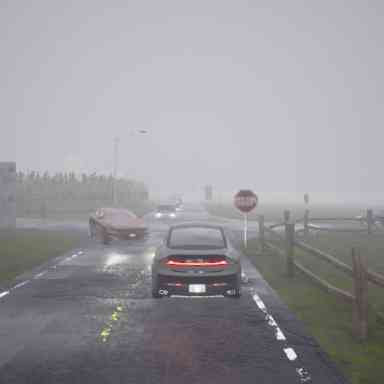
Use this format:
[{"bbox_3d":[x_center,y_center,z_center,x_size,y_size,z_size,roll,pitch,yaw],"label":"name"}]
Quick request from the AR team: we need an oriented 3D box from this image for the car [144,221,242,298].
[{"bbox_3d":[0.094,1.506,8.468,1.837,1.490,4.892,0,0,0],"label":"car"}]

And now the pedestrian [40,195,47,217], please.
[{"bbox_3d":[-12.195,1.140,27.240,0.375,1.860,0.375,0,-2,0],"label":"pedestrian"}]

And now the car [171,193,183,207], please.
[{"bbox_3d":[-2.888,1.359,49.020,2.097,1.767,4.553,0,0,0],"label":"car"}]

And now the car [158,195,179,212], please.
[{"bbox_3d":[-2.885,1.483,38.734,1.882,1.535,5.008,0,0,0],"label":"car"}]

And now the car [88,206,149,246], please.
[{"bbox_3d":[-3.555,1.481,15.664,1.882,1.535,5.008,2,-1,-28],"label":"car"}]

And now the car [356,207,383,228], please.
[{"bbox_3d":[14.614,1.795,24.328,4.902,1.511,2.128,1,-1,0],"label":"car"}]

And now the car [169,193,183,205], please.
[{"bbox_3d":[-2.885,1.230,59.684,2.150,2.045,5.566,0,0,1],"label":"car"}]
